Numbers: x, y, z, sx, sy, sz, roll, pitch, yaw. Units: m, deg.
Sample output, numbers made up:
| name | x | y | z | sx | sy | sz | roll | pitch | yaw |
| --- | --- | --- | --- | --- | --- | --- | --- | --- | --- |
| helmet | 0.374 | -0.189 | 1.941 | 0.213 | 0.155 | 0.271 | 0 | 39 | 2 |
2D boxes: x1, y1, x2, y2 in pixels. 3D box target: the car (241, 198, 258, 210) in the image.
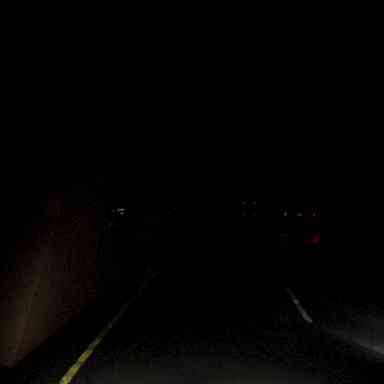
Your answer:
| name | x | y | z | sx | sy | sz | roll | pitch | yaw |
| --- | --- | --- | --- | --- | --- | --- | --- | --- | --- |
| car | 7.268 | 1.485 | 41.556 | 1.812 | 1.442 | 4.674 | 0 | 0 | 12 |

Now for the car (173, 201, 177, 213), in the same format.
| name | x | y | z | sx | sy | sz | roll | pitch | yaw |
| --- | --- | --- | --- | --- | --- | --- | --- | --- | --- |
| car | -1.876 | 1.549 | 33.050 | 1.895 | 1.301 | 4.718 | 0 | 0 | 12 |

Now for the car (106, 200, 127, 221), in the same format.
| name | x | y | z | sx | sy | sz | roll | pitch | yaw |
| --- | --- | --- | --- | --- | --- | --- | --- | --- | --- |
| car | -6.717 | 1.449 | 27.063 | 1.837 | 1.490 | 4.892 | 0 | 0 | 12 |

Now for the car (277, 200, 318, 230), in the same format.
| name | x | y | z | sx | sy | sz | roll | pitch | yaw |
| --- | --- | --- | --- | --- | --- | --- | --- | --- | --- |
| car | 6.564 | 1.339 | 21.036 | 2.097 | 1.767 | 4.553 | 0 | 0 | 11 |
